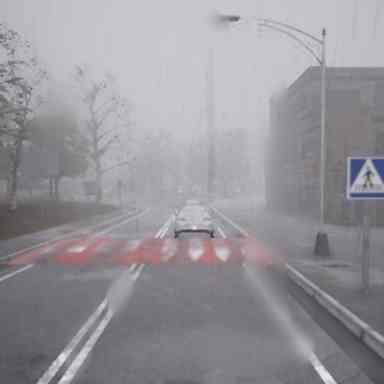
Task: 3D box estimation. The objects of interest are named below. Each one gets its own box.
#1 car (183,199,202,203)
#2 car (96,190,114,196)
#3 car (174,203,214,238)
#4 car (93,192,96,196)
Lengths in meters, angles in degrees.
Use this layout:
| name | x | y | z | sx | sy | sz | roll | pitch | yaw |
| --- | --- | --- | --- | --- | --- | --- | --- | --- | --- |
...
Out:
| name | x | y | z | sx | sy | sz | roll | pitch | yaw |
| --- | --- | --- | --- | --- | --- | --- | --- | --- | --- |
| car | 0.045 | 1.447 | 34.657 | 1.812 | 1.442 | 4.674 | 0 | 0 | 0 |
| car | -22.162 | 0.288 | 86.887 | 1.837 | 1.490 | 4.892 | 1 | 2 | 20 |
| car | 0.087 | 1.422 | 16.622 | 1.812 | 1.442 | 4.674 | 0 | -3 | 0 |
| car | -24.731 | 0.282 | 89.114 | 1.994 | 1.385 | 4.181 | 1 | 2 | 25 |
